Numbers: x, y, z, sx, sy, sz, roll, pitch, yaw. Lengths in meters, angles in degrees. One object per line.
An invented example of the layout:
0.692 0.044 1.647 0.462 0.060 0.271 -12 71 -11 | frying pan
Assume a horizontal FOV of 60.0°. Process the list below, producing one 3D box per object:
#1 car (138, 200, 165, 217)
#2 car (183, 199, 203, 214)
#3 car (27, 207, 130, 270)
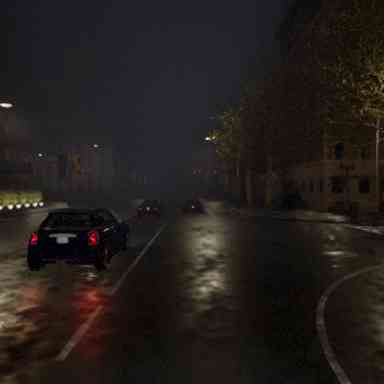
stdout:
-3.402 1.351 28.316 2.033 1.411 5.357 0 0 0 | car
0.098 1.337 32.671 1.994 1.385 4.181 0 0 0 | car
-3.404 1.275 10.877 2.097 1.767 4.553 0 0 0 | car
